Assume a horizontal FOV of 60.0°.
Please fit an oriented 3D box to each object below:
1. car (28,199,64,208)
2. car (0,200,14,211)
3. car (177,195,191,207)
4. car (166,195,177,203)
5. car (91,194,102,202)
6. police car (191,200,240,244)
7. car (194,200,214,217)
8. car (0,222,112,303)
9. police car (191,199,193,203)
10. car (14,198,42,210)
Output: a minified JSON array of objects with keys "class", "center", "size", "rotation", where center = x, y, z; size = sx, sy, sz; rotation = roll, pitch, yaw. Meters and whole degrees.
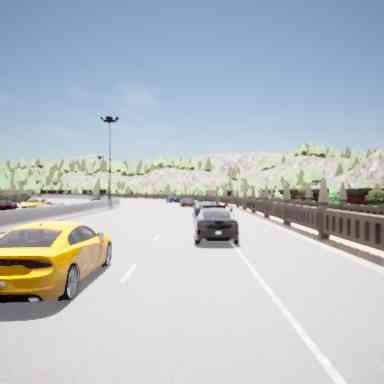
[{"class":"car","center":[-14.112,1.584,33.339],"size":[1.895,1.301,4.718],"rotation":[0,0,0]},{"class":"car","center":[-21.134,1.582,36.392],"size":[1.895,1.301,4.718],"rotation":[0,0,-1]},{"class":"car","center":[-0.740,1.538,50.403],"size":[1.994,1.385,4.181],"rotation":[0,0,-8]},{"class":"car","center":[-3.844,1.320,66.316],"size":[2.097,1.767,4.553],"rotation":[0,0,-16]},{"class":"car","center":[-21.070,1.220,73.357],"size":[2.097,1.767,4.553],"rotation":[0,0,-22]},{"class":"police car","center":[1.055,1.418,15.811],"size":[1.930,1.638,5.238],"rotation":[0,0,0]},{"class":"car","center":[1.060,1.510,31.701],"size":[1.812,1.442,4.674],"rotation":[0,0,0]},{"class":"car","center":[-3.398,1.473,8.305],"size":[1.882,1.535,5.008],"rotation":[0,0,0]},{"class":"police car","center":[1.058,1.412,25.811],"size":[1.930,1.638,5.238],"rotation":[0,0,0]},{"class":"car","center":[-17.686,1.458,37.789],"size":[1.882,1.535,5.008],"rotation":[0,0,-1]}]
